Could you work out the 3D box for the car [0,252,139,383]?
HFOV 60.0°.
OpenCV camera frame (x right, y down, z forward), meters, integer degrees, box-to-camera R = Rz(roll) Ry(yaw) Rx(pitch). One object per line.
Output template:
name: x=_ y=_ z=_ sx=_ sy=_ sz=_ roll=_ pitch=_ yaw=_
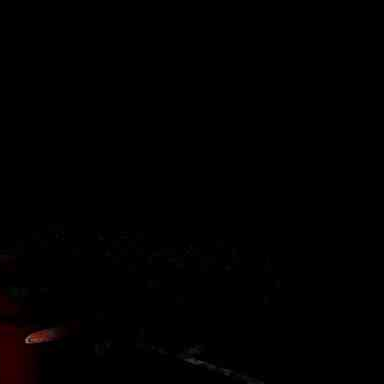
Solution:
car: x=-2.799 y=1.591 z=4.957 sx=4.507 sy=1.381 sz=1.887 roll=-1 pitch=0 yaw=35
